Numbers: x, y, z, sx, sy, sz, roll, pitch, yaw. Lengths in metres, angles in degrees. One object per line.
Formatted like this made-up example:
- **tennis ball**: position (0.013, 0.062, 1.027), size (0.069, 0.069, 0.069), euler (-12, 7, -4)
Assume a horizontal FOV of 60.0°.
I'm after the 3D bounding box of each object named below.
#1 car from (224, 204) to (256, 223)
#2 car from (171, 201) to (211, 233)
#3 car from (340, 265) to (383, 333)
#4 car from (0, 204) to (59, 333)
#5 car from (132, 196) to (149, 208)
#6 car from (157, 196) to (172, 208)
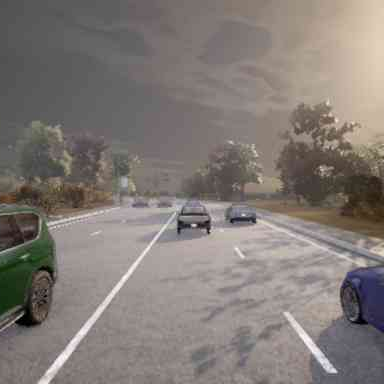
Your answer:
- **car**: position (3.600, 1.568, 25.228), size (1.994, 1.385, 4.181), euler (0, 0, 0)
- **car**: position (0.100, 1.494, 19.526), size (2.128, 1.511, 4.902), euler (0, 0, 0)
- **car**: position (3.601, 1.526, 4.133), size (1.812, 1.442, 4.674), euler (0, 0, 0)
- **car**: position (-3.601, 1.222, 4.123), size (2.150, 2.045, 5.566), euler (0, 0, 0)
- **car**: position (-7.454, 1.357, 48.665), size (2.097, 1.767, 4.553), euler (0, 0, -2)
- **car**: position (-3.915, 1.358, 47.776), size (2.097, 1.767, 4.553), euler (0, 0, -2)
